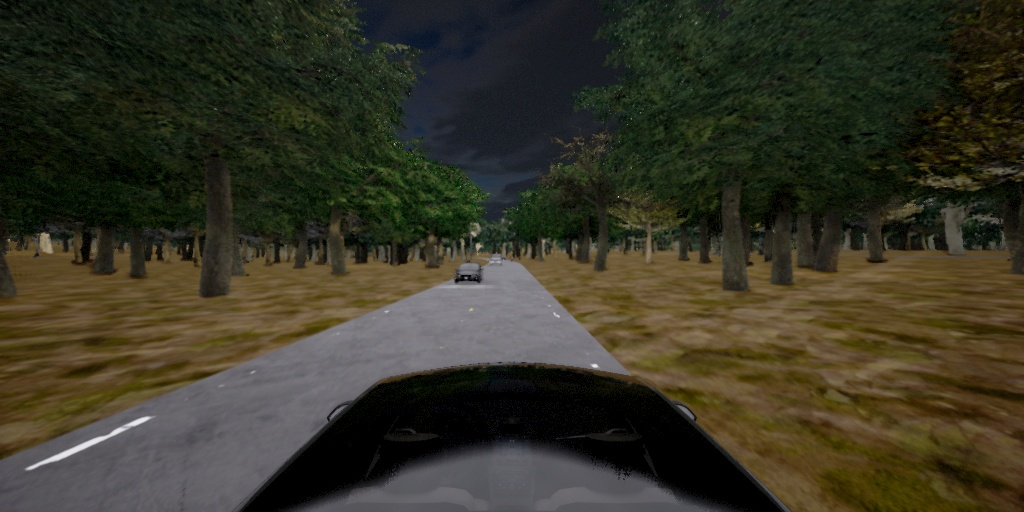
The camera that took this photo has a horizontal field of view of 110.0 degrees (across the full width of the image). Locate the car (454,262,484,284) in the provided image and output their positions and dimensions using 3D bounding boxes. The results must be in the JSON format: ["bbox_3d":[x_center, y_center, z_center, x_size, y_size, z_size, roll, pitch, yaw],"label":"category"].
[{"bbox_3d":[-3.089,1.230,26.565,1.837,1.490,4.892,0,0,0],"label":"car"}]
